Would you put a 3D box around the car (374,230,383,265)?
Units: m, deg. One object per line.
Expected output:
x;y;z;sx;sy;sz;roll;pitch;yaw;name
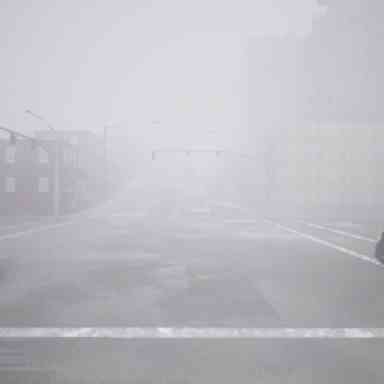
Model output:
7.829;1.391;9.616;4.553;1.767;2.097;0;0;-11;car

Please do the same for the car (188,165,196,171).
-0.011;-5.762;78.876;1.994;1.385;4.181;0;5;0;car

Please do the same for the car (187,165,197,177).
-0.009;-4.298;68.846;2.097;1.767;4.553;0;12;0;car
